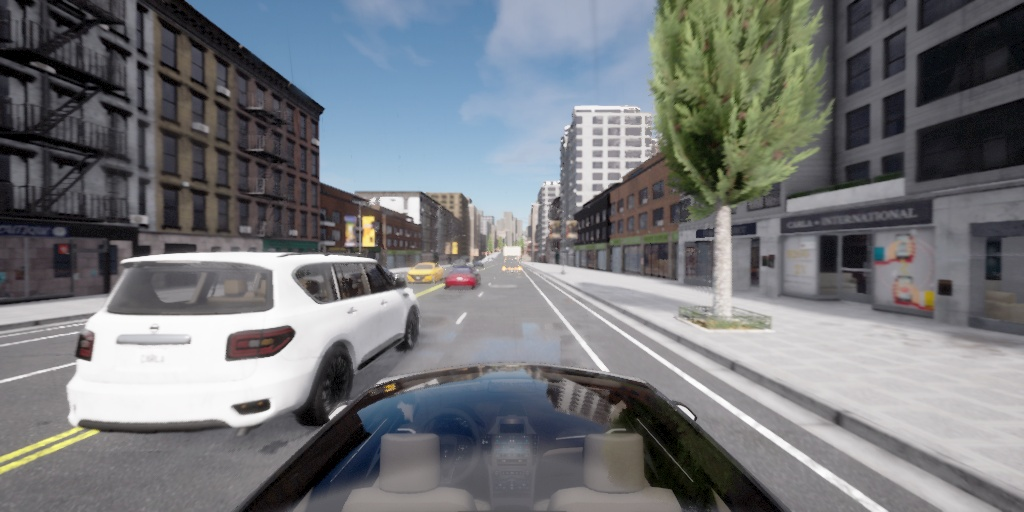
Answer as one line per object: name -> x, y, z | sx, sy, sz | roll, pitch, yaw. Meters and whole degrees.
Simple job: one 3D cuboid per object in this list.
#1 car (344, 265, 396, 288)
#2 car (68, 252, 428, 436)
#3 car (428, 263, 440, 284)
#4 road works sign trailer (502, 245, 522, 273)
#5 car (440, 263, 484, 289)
car -> -9.847, 1.354, 25.280 | 1.994, 1.385, 4.181 | 0, 0, 0
car -> -3.150, 0.972, 5.826 | 2.150, 2.045, 5.566 | 0, 0, 0
car -> -6.596, 1.277, 27.676 | 1.882, 1.535, 5.008 | 0, 0, 0
road works sign trailer -> 0.023, 0.384, 47.620 | 2.380, 3.560, 2.880 | 0, 0, 3
car -> -3.152, 1.348, 23.564 | 1.994, 1.385, 4.181 | 0, 0, 0
